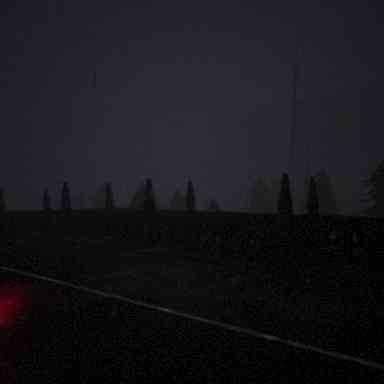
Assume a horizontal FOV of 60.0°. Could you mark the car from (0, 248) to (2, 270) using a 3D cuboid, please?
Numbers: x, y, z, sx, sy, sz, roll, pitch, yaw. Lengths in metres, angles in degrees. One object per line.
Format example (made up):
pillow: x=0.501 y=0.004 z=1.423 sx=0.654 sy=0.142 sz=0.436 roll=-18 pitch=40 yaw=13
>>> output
car: x=-7.013 y=1.562 z=9.007 sx=4.892 sy=1.490 sz=1.837 roll=-1 pitch=0 yaw=36
